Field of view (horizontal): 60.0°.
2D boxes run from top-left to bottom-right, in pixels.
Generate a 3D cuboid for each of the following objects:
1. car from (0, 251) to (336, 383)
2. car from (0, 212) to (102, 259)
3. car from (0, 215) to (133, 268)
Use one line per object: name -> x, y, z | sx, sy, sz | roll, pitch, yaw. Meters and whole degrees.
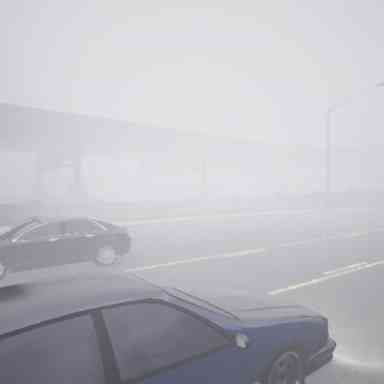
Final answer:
car -> -0.928, 1.534, 3.084 | 5.357, 1.411, 2.033 | -1, 1, -35
car -> -6.049, 1.567, 12.569 | 4.718, 1.301, 1.895 | -1, 1, -35
car -> -4.149, 1.474, 9.618 | 4.892, 1.490, 1.837 | -1, 1, -35
